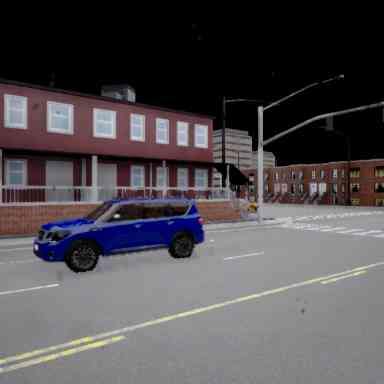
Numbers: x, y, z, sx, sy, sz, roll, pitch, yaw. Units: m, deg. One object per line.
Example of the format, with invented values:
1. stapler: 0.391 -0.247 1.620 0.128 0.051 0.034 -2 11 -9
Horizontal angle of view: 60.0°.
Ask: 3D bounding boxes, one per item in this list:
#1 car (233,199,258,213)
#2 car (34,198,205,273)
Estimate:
1. car: 5.542 1.477 37.289 1.882 1.535 5.008 0 0 -36
2. car: -2.141 1.221 11.040 5.566 2.045 2.150 0 0 -35
